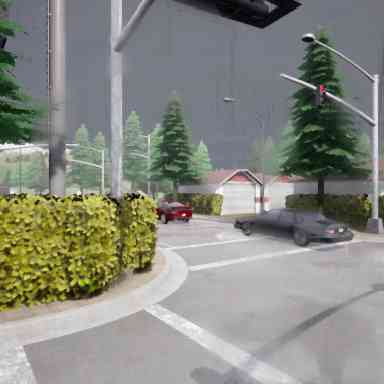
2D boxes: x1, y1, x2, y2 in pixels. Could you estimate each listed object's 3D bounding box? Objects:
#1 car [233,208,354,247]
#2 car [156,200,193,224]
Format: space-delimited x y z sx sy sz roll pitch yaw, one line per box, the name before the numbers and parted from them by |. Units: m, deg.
car | 4.253 1.422 14.783 2.033 1.411 5.357 0 2 -35
car | -1.943 1.305 23.378 1.882 1.535 5.008 -1 1 -35
